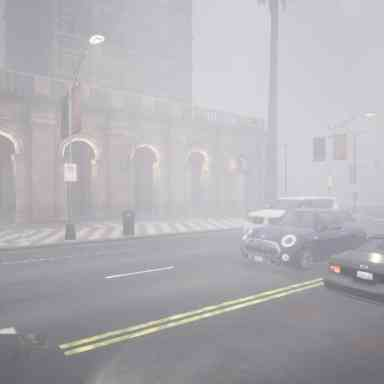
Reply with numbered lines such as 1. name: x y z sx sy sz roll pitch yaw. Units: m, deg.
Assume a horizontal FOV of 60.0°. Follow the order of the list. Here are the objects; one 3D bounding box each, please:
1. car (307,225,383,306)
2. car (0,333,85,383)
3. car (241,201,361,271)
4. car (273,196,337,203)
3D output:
1. car: 5.156 1.547 7.451 5.357 1.411 2.033 0 0 -35
2. car: -3.179 1.547 1.473 5.357 1.411 2.033 0 0 -36
3. car: 3.766 1.352 10.997 4.553 1.767 2.097 0 0 -36
4. car: 5.076 1.221 16.237 5.566 2.045 2.150 0 0 -35
